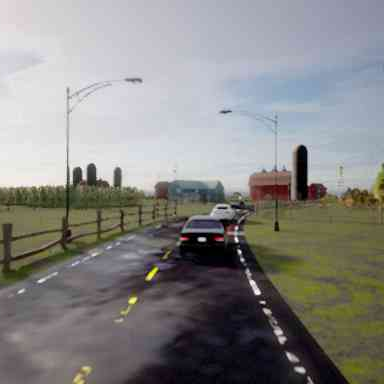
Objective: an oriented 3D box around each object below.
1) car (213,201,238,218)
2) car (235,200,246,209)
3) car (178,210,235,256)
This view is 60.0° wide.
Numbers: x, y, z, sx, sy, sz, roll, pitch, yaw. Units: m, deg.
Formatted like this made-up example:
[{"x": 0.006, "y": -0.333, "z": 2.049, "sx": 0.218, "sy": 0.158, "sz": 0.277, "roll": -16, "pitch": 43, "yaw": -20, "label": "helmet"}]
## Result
[{"x": 2.728, "y": 1.809, "z": 28.879, "sx": 1.812, "sy": 1.442, "sz": 4.674, "roll": 0, "pitch": 0, "yaw": 12, "label": "car"}, {"x": 7.499, "y": 2.103, "z": 54.947, "sx": 2.033, "sy": 1.411, "sz": 5.357, "roll": 0, "pitch": -1, "yaw": 21, "label": "car"}, {"x": 0.557, "y": 1.680, "z": 13.793, "sx": 2.033, "sy": 1.411, "sz": 5.357, "roll": 0, "pitch": -1, "yaw": 5, "label": "car"}]
